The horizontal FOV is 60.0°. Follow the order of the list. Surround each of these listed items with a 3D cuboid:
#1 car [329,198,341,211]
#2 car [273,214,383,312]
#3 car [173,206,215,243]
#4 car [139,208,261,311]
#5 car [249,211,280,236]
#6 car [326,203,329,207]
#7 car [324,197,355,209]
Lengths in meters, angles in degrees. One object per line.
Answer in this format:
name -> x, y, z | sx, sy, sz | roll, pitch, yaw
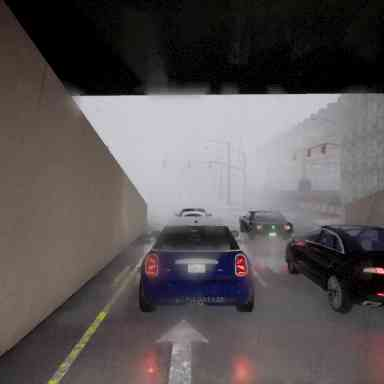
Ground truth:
car -> 17.414, 1.453, 34.759 | 2.038, 1.542, 4.974 | 0, 0, -35
car -> 3.583, 1.492, 7.654 | 2.128, 1.511, 4.902 | 0, 0, 0
car -> 0.069, 1.526, 16.972 | 1.812, 1.442, 4.674 | 0, 0, 0
car -> 0.084, 1.352, 7.920 | 2.097, 1.767, 4.553 | 0, 0, 0
car -> 3.591, 1.601, 16.980 | 1.895, 1.301, 4.718 | 0, 0, 0
car -> 17.516, 1.453, 39.366 | 2.038, 1.542, 4.974 | 0, 0, 45
car -> 17.552, 1.295, 39.403 | 1.853, 1.218, 4.536 | 0, 0, 45
